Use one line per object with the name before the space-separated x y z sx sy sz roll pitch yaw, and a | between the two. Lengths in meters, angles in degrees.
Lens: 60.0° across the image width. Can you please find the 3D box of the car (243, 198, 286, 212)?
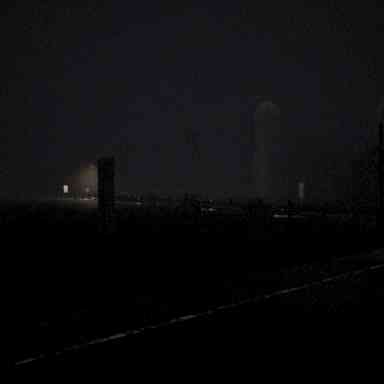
car | 6.979 1.326 32.591 1.812 1.442 4.674 -1 1 -35

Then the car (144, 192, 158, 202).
car | -7.842 0.849 58.060 2.097 1.767 4.553 -1 1 -35

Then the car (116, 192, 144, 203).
car | -10.648 0.862 57.114 2.097 1.767 4.553 -1 1 -35

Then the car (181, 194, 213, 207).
car | 0.616 1.049 41.407 2.097 1.767 4.553 -1 1 -36
